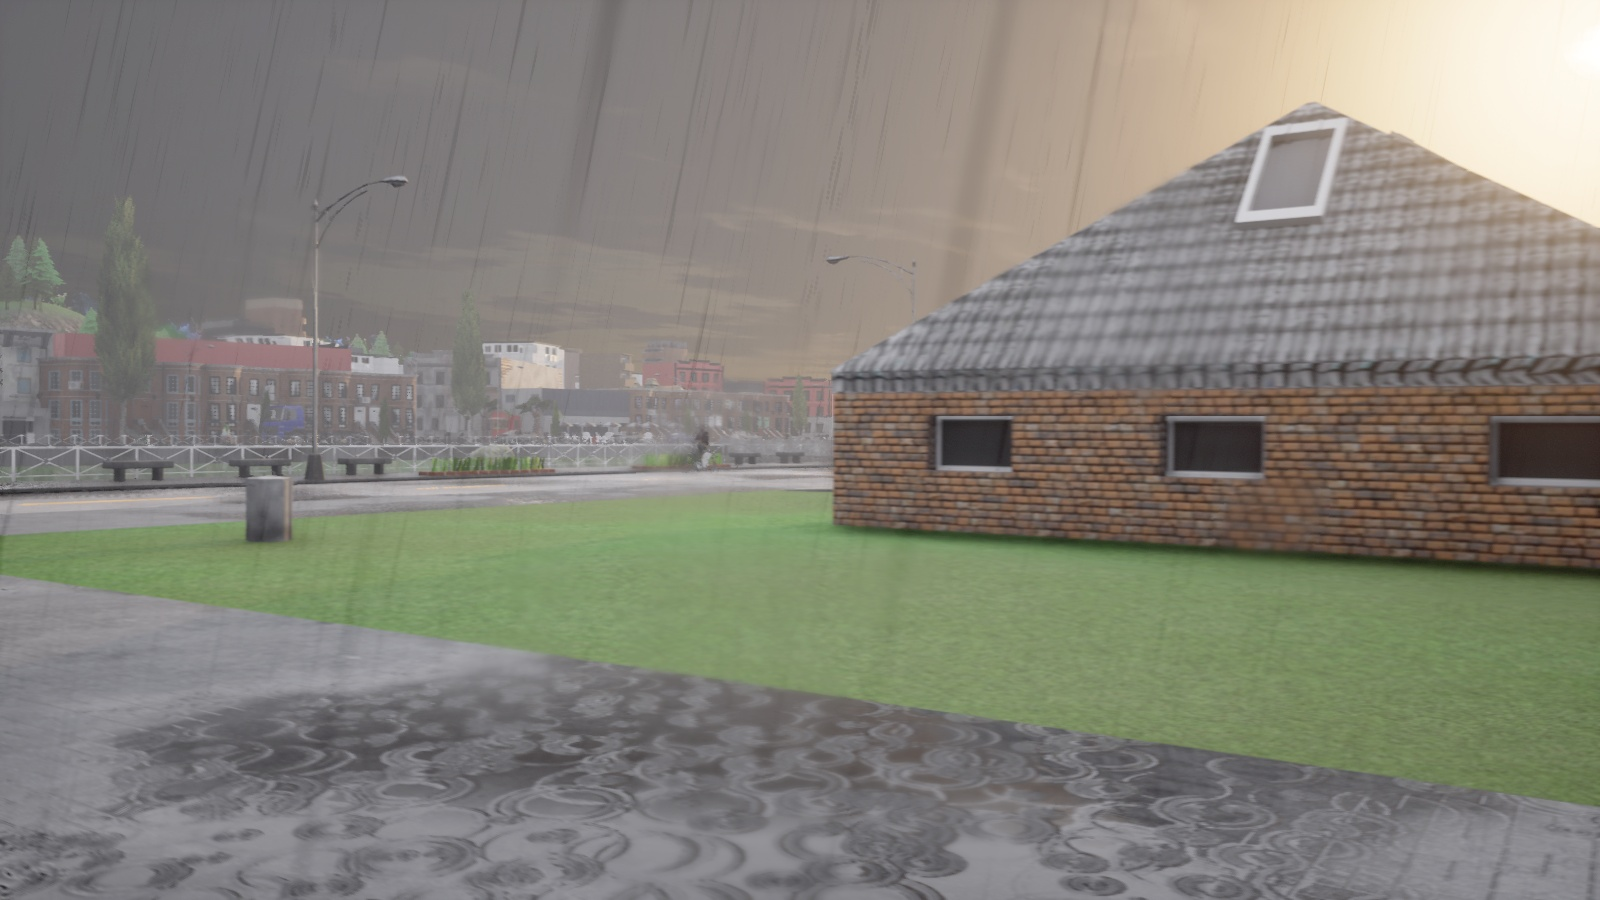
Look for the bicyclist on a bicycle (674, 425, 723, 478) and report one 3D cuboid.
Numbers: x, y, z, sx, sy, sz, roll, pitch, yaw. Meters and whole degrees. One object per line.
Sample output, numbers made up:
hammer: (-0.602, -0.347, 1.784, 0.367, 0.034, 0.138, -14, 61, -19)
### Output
bicyclist on a bicycle: (-3.515, 0.038, 43.626, 0.659, 1.776, 1.843, 0, 1, 34)
